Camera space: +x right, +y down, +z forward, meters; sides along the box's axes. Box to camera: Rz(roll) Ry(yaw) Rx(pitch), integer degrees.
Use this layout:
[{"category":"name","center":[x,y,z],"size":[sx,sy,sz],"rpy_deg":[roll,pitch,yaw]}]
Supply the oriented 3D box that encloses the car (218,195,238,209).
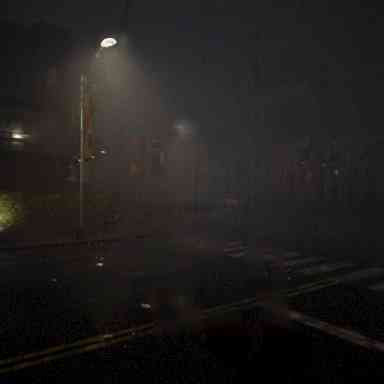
[{"category":"car","center":[4.638,1.422,50.691],"size":[2.150,2.045,5.566],"rpy_deg":[0,0,-34]}]

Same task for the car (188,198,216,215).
[{"category":"car","center":[0.321,1.693,36.451],"size":[1.994,1.385,4.181],"rpy_deg":[0,0,-35]}]

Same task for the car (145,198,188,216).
[{"category":"car","center":[-2.761,1.633,34.753],"size":[1.812,1.442,4.674],"rpy_deg":[0,0,-35]}]

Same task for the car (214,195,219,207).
[{"category":"car","center":[1.380,1.657,49.268],"size":[1.882,1.535,5.008],"rpy_deg":[0,0,-35]}]

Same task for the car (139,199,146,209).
[{"category":"car","center":[-5.489,1.620,44.873],"size":[2.128,1.511,4.902],"rpy_deg":[0,0,-34]}]
